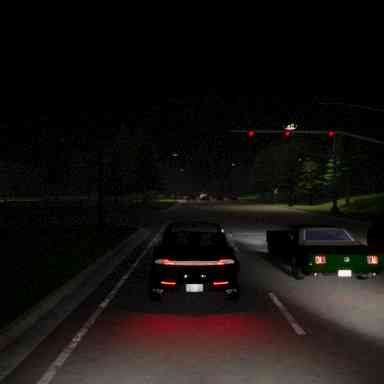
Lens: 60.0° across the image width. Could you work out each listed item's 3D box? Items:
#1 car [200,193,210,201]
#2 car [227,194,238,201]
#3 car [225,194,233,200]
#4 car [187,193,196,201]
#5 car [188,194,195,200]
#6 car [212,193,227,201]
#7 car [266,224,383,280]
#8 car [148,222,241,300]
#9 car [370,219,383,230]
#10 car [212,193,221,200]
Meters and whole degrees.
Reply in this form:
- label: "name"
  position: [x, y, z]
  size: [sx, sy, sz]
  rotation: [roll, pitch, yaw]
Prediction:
- label: "car"
  position: [3.345, 1.544, 82.627]
  size: [1.994, 1.385, 4.181]
  rotation: [0, 0, 0]
- label: "car"
  position: [10.345, 1.516, 82.640]
  size: [1.812, 1.442, 4.674]
  rotation: [0, 0, 0]
- label: "car"
  position: [10.326, 1.332, 92.644]
  size: [1.837, 1.490, 4.892]
  rotation: [0, 0, 0]
- label: "car"
  position: [-0.154, 1.216, 82.234]
  size: [2.150, 2.045, 5.566]
  rotation: [0, 0, 0]
- label: "car"
  position: [-0.174, 1.310, 92.624]
  size: [1.882, 1.535, 5.008]
  rotation: [0, 0, 0]
- label: "car"
  position: [6.846, 1.531, 82.217]
  size: [2.033, 1.411, 5.357]
  rotation: [0, 0, 0]
- label: "car"
  position: [3.561, 1.601, 9.942]
  size: [1.895, 1.301, 4.718]
  rotation: [0, 0, 0]
- label: "car"
  position: [0.055, 1.491, 8.344]
  size: [2.128, 1.511, 4.902]
  rotation: [0, 0, 0]
- label: "car"
  position: [7.056, 1.221, 9.039]
  size: [2.150, 2.045, 5.566]
  rotation: [0, 0, 0]
- label: "car"
  position: [6.826, 1.187, 92.607]
  size: [2.097, 1.767, 4.553]
  rotation: [0, 0, 0]
